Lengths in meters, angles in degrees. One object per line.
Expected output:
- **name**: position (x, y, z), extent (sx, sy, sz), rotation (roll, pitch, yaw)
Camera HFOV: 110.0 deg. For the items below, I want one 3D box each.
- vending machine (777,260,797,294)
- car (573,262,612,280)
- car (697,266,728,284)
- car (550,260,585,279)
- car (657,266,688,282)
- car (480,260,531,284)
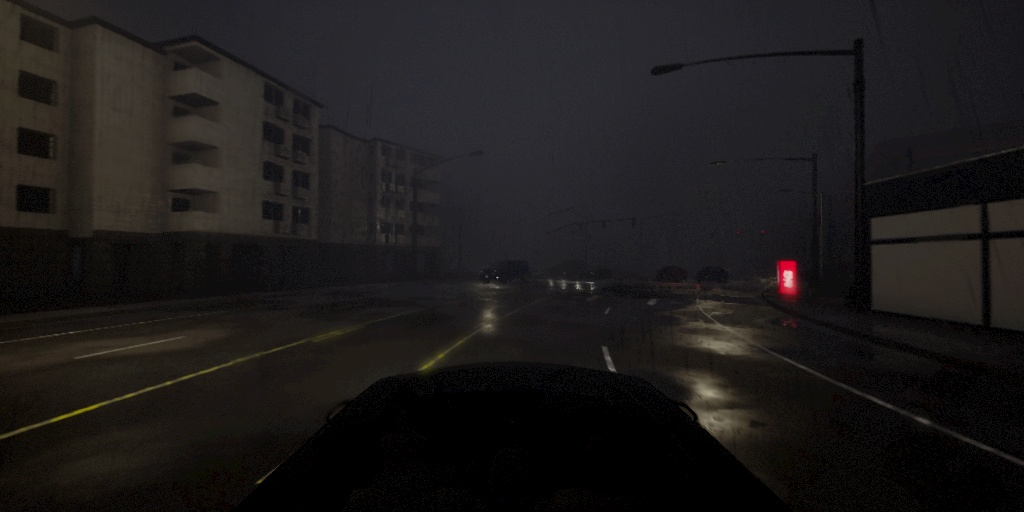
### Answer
- **vending machine**: position (15.719, 1.226, 20.423), extent (1.100, 2.100, 0.880), rotation (0, 0, 37)
- **car**: position (8.844, 1.725, 37.945), extent (1.882, 1.535, 5.008), rotation (0, -1, 40)
- **car**: position (18.624, 1.682, 33.235), extent (1.882, 1.535, 5.008), rotation (0, -1, 40)
- **car**: position (6.517, 1.481, 40.621), extent (2.150, 2.045, 5.566), rotation (0, -1, 39)
- **car**: position (15.913, 1.705, 35.448), extent (1.882, 1.535, 5.008), rotation (-1, -1, 40)
- **car**: position (-0.447, 1.369, 31.875), extent (2.150, 2.045, 5.566), rotation (-1, -1, 37)
